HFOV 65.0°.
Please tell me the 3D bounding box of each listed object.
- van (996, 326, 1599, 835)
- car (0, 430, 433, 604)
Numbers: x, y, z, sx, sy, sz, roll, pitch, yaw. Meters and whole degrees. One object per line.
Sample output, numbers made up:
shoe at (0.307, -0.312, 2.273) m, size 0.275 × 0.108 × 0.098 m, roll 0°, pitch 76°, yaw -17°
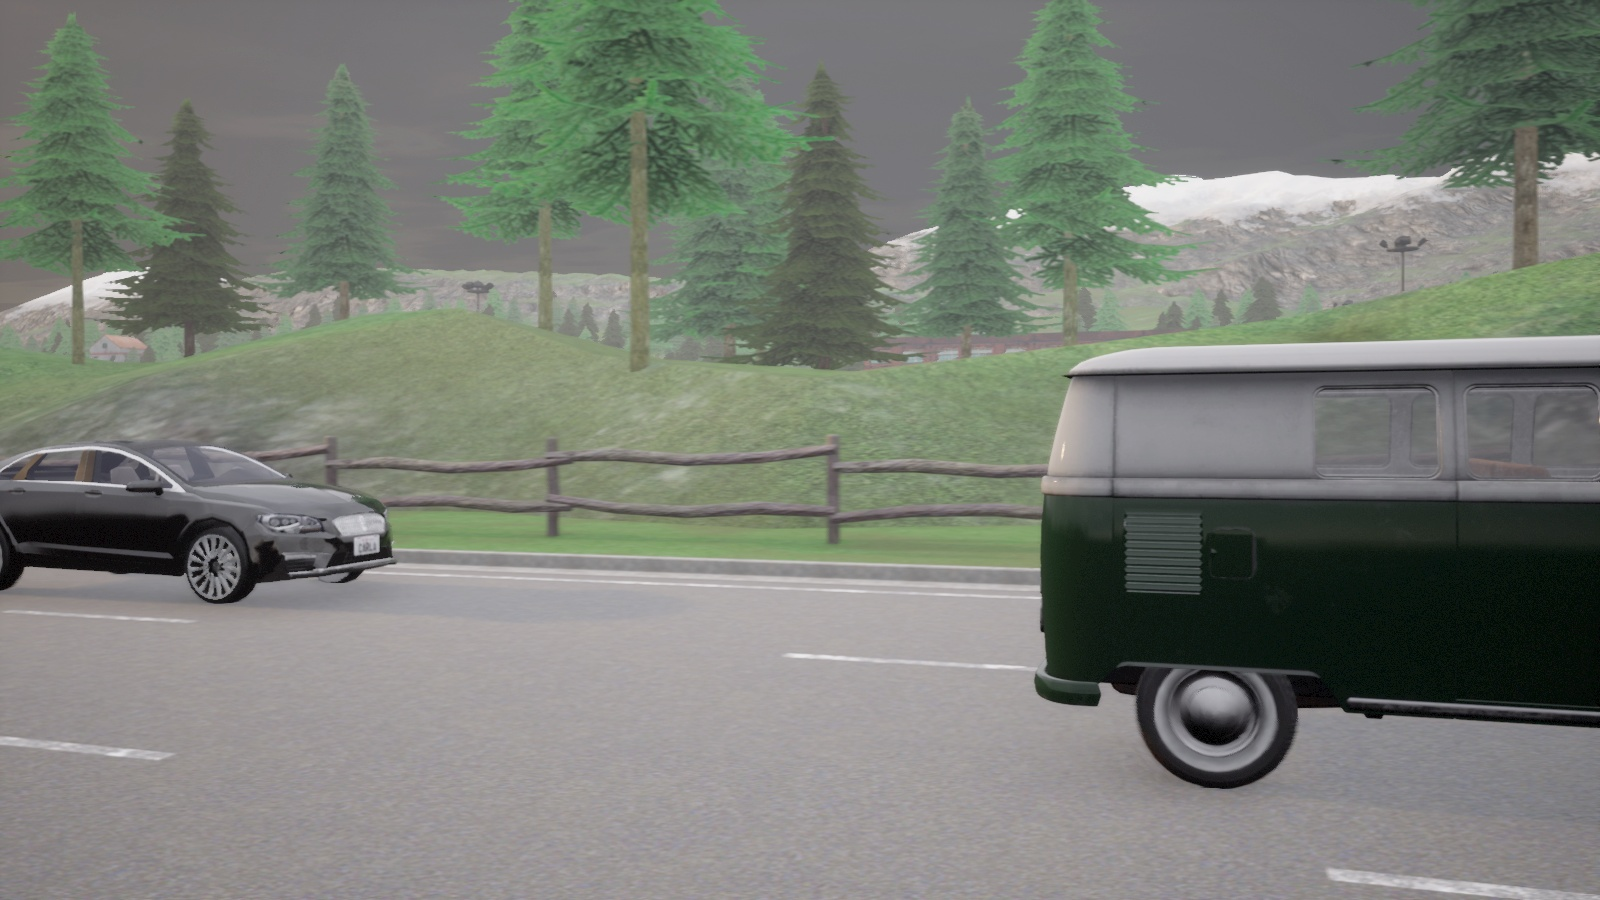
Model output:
van at (3.274, 0.499, 5.780) m, size 4.442 × 1.987 × 1.775 m, roll 0°, pitch 1°, yaw 19°
car at (-6.461, 0.559, 12.751) m, size 4.902 × 1.511 × 2.128 m, roll 0°, pitch 1°, yaw 19°
